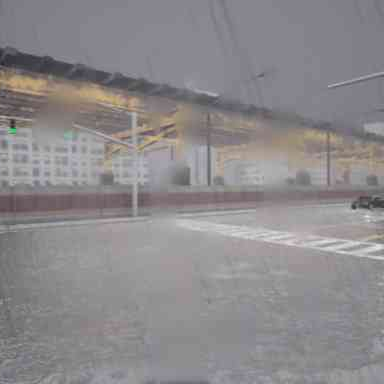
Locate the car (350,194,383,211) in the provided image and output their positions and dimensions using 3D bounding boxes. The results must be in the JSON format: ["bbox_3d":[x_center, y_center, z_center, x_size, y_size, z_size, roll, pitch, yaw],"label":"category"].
[{"bbox_3d":[17.661,1.035,33.137,4.892,1.490,1.837,-1,1,-37],"label":"car"}]
